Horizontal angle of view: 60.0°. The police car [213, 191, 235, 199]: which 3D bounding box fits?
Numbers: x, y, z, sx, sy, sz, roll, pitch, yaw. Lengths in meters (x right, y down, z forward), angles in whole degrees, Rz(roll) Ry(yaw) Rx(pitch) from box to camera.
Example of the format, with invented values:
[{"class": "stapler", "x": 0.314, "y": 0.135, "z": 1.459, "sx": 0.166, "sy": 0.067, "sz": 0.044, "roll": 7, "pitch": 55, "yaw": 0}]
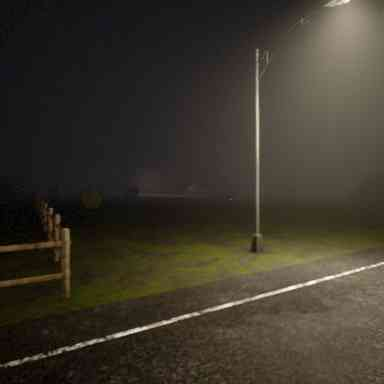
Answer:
[{"class": "police car", "x": 6.099, "y": 0.576, "z": 62.528, "sx": 2.038, "sy": 1.542, "sz": 4.974, "roll": 1, "pitch": 1, "yaw": -32}]
